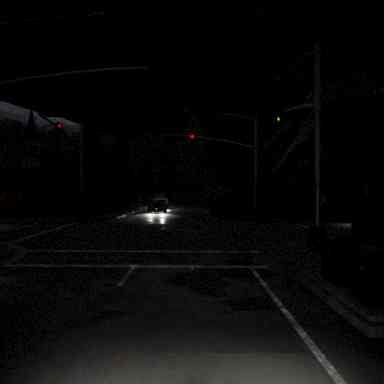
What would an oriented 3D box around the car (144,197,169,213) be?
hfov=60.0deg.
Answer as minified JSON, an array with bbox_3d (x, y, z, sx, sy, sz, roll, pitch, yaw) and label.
[{"bbox_3d":[-3.757,1.564,36.485,1.994,1.385,4.181,0,0,-2],"label":"car"}]

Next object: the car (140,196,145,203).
[{"bbox_3d":[-6.877,1.601,55.753,1.895,1.301,4.718,0,0,-19],"label":"car"}]

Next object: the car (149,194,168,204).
[{"bbox_3d":[-6.596,1.352,64.907,2.097,1.767,4.553,0,0,-27],"label":"car"}]

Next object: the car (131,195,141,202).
[{"bbox_3d":[-12.345,1.480,73.213,4.902,1.511,2.128,0,0,42],"label":"car"}]

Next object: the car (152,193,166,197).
[{"bbox_3d":[-4.506,1.221,46.112,2.150,2.045,5.566,0,0,-10],"label":"car"}]
